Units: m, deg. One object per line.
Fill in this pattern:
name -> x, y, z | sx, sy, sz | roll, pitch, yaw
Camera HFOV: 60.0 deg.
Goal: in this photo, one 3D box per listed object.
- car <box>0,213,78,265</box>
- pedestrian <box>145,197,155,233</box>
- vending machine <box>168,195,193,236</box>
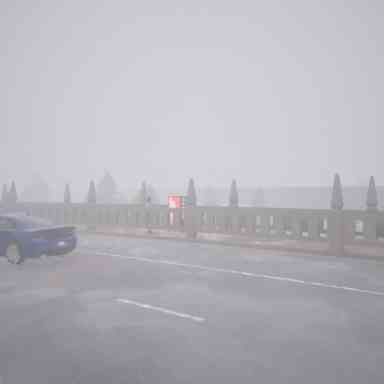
car -> -6.259, 1.477, 11.679 | 5.008, 1.535, 1.882 | 0, 0, 29
pedestrian -> -2.148, 1.141, 16.831 | 0.375, 1.860, 0.375 | 0, 0, 29
vending machine -> -0.584, 1.195, 17.634 | 0.880, 2.100, 1.100 | 0, 0, 30
